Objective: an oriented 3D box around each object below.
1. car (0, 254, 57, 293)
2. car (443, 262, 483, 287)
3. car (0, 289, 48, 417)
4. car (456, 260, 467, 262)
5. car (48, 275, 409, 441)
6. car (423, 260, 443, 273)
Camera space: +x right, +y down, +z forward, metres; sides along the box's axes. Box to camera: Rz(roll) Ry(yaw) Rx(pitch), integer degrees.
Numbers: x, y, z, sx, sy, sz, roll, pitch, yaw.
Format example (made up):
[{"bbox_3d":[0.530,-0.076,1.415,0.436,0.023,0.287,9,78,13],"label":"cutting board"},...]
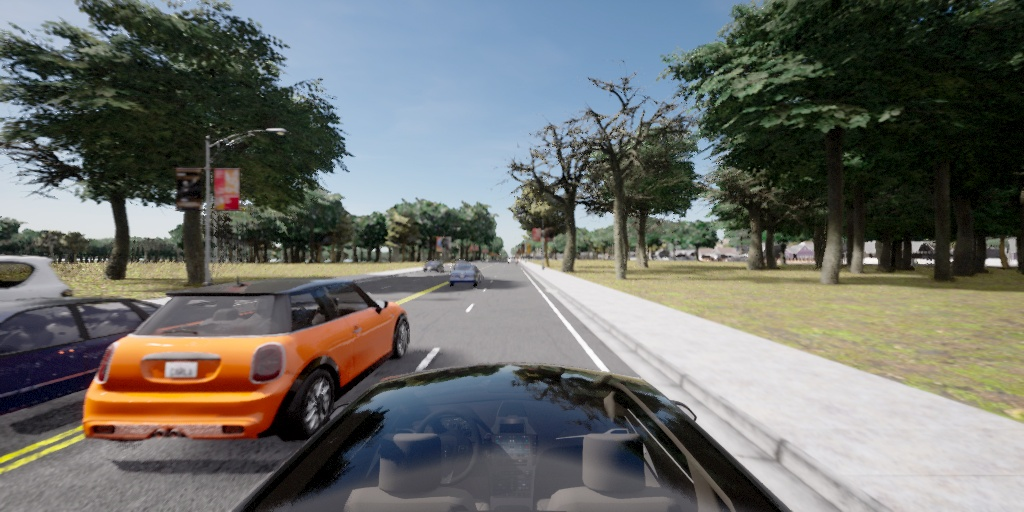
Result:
[{"bbox_3d":[-9.851,0.975,4.840,2.150,2.045,5.566,0,0,0],"label":"car"},{"bbox_3d":[-3.152,1.328,25.115,2.033,1.411,5.357,0,0,0],"label":"car"},{"bbox_3d":[-6.599,1.301,4.748,2.033,1.411,5.357,0,0,0],"label":"car"},{"bbox_3d":[-6.587,1.324,46.351,1.837,1.490,4.892,0,0,0],"label":"car"},{"bbox_3d":[-3.153,1.107,5.543,2.097,1.767,4.553,0,0,0],"label":"car"},{"bbox_3d":[-9.839,1.310,45.165,2.128,1.511,4.902,0,0,0],"label":"car"}]
